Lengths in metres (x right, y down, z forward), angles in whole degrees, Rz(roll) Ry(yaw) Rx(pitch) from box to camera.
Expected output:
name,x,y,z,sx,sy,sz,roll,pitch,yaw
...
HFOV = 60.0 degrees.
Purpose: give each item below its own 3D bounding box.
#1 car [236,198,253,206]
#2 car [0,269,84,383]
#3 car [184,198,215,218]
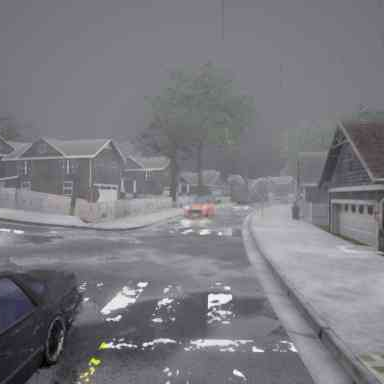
name,x,y,z,sx,sy,sz,roll,pitch,yaw
car,8.575,1.583,54.502,1.895,1.301,4.718,0,0,23
car,-2.687,1.559,3.032,2.033,1.411,5.357,0,0,1
car,0.700,1.318,29.721,2.097,1.767,4.553,0,0,12
